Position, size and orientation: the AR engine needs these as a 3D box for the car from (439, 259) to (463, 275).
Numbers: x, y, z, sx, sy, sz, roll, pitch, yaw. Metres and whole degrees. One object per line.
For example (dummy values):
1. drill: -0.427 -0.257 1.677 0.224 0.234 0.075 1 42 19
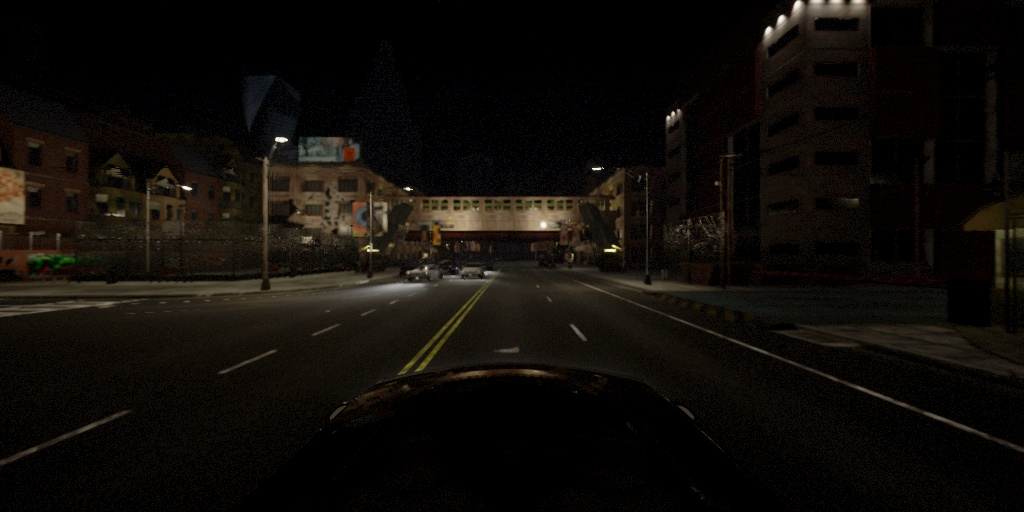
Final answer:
1. car: -7.021 1.343 40.343 1.812 1.442 4.674 0 0 -1

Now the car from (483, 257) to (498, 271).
1. car: -3.611 1.321 50.964 2.128 1.511 4.902 0 0 0

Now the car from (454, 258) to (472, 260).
1. car: -7.125 1.364 54.017 1.812 1.442 4.674 0 0 0

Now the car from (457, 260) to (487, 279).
1. car: -3.627 1.328 33.597 1.812 1.442 4.674 0 0 0

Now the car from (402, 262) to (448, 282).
1. car: -7.127 1.401 29.843 1.895 1.301 4.718 0 0 5
